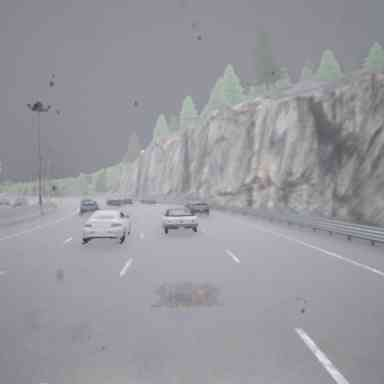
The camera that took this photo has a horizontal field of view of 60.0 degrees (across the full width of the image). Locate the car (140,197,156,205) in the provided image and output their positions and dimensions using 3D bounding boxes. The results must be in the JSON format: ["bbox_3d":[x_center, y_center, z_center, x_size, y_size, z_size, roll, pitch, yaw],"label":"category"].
[{"bbox_3d":[-8.435,1.652,63.163,2.033,1.411,5.357,-1,0,-25],"label":"car"}]

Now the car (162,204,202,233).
[{"bbox_3d":[-0.836,1.610,19.896,1.895,1.301,4.718,-1,0,-7],"label":"car"}]

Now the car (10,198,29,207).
[{"bbox_3d":[-28.131,1.726,54.824,2.097,1.767,4.553,-1,0,-23],"label":"car"}]

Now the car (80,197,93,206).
[{"bbox_3d":[-19.524,1.758,61.488,1.837,1.490,4.892,0,0,-23],"label":"car"}]

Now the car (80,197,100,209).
[{"bbox_3d":[-11.067,1.634,36.154,2.128,1.511,4.902,-1,0,-13],"label":"car"}]

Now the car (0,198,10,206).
[{"bbox_3d":[-36.049,1.971,63.962,1.837,1.490,4.892,-1,0,-24],"label":"car"}]

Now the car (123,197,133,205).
[{"bbox_3d":[-12.477,1.664,62.757,1.837,1.490,4.892,0,0,-23],"label":"car"}]

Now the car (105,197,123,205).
[{"bbox_3d":[-13.440,1.650,56.253,1.882,1.535,5.008,0,0,-22],"label":"car"}]

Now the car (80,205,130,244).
[{"bbox_3d":[-4.085,1.578,16.251,1.812,1.442,4.674,0,0,-7],"label":"car"}]

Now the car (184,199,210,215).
[{"bbox_3d":[0.391,1.482,32.851,2.128,1.511,4.902,-1,0,-12],"label":"car"}]
